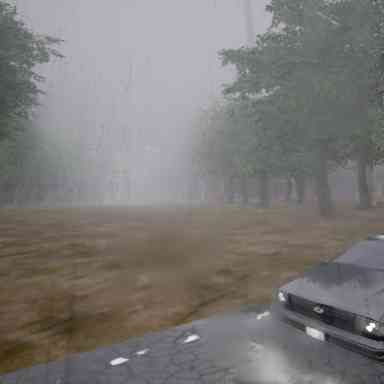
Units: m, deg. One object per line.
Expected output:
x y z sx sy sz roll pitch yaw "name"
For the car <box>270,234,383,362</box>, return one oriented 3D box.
3.870 1.520 6.008 5.357 1.411 2.033 0 0 -34 "car"
